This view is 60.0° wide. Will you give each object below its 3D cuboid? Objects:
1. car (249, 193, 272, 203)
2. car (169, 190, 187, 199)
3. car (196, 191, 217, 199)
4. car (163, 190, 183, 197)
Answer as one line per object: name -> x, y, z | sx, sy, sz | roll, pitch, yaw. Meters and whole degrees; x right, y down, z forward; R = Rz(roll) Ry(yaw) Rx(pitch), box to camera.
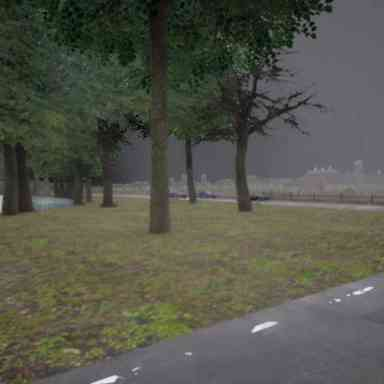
car -> 8.672, 0.784, 45.446 | 1.895, 1.301, 4.718 | -2, 2, -36
car -> -2.693, 0.506, 61.353 | 1.994, 1.385, 4.181 | -2, 2, -36
car -> 2.150, 0.454, 59.429 | 2.033, 1.411, 5.357 | -2, 2, -35
car -> -3.872, 0.306, 67.680 | 1.812, 1.442, 4.674 | -2, 2, -36
